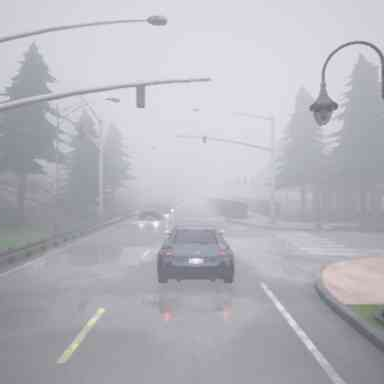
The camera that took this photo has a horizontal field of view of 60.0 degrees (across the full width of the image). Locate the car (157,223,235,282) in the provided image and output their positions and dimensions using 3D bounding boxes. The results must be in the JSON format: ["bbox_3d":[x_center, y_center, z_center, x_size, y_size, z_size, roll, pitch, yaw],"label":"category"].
[{"bbox_3d":[0.094,1.620,9.931,1.994,1.385,4.181,0,0,0],"label":"car"}]

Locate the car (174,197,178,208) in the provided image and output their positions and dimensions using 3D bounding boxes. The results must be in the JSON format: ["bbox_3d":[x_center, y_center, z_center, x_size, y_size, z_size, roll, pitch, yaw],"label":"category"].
[{"bbox_3d":[-3.575,1.780,50.734,1.837,1.490,4.892,0,0,0],"label":"car"}]

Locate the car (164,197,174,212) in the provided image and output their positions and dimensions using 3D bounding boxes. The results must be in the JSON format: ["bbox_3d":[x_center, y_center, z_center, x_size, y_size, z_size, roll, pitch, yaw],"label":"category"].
[{"bbox_3d":[-3.595,1.697,40.428,1.882,1.535,5.008,0,0,0],"label":"car"}]

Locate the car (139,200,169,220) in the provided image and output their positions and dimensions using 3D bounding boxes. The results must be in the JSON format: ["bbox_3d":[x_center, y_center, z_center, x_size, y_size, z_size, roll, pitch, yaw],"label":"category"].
[{"bbox_3d":[-3.598,1.714,30.574,2.033,1.411,5.357,0,0,0],"label":"car"}]
